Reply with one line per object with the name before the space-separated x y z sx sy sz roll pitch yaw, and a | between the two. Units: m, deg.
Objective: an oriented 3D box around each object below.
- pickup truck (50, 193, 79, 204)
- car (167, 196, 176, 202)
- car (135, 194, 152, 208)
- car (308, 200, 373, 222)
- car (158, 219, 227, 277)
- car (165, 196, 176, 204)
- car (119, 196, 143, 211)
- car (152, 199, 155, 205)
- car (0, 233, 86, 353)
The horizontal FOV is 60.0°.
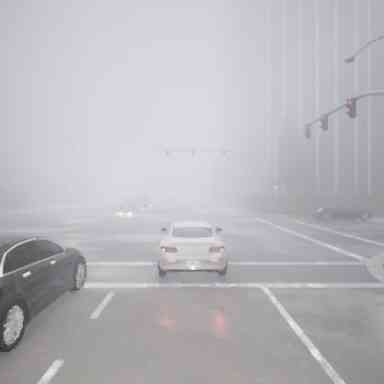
pickup truck | -24.762 1.191 64.219 2.390 2.098 6.274 0 0 30
car | -4.876 1.687 79.694 1.812 1.442 4.674 0 0 -1
car | -8.028 1.328 51.843 2.150 2.045 5.566 0 0 -1
car | 11.723 1.405 26.512 4.553 1.767 2.097 0 0 -1
car | -0.015 1.546 10.248 1.812 1.442 4.674 0 0 -1
car | -4.709 1.682 69.189 2.033 1.411 5.357 0 0 -1
car | -7.891 1.578 41.951 2.128 1.511 4.902 0 0 -1
car | -8.111 1.691 61.961 1.994 1.385 4.181 0 0 0
car | -3.454 1.518 6.129 1.837 1.490 4.892 0 0 0
